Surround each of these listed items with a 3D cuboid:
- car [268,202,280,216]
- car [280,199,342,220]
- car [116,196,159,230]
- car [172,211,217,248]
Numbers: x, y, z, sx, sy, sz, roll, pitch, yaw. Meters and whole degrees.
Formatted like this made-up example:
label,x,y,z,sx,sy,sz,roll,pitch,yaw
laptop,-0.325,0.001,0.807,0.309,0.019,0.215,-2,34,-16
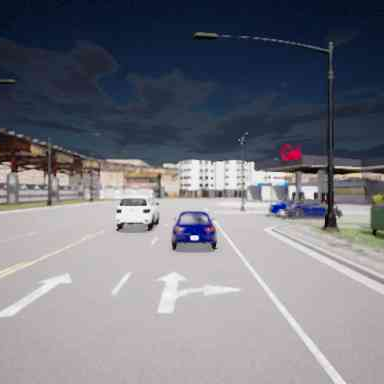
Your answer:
label,x,y,z,sx,sy,sz,roll,pitch,yaw
car,9.892,1.526,31.941,5.008,1.535,1.882,0,0,1
car,10.344,1.397,28.461,4.553,1.767,2.097,0,0,1
car,-3.410,1.262,21.634,2.150,2.045,5.566,0,0,0
car,0.087,1.561,14.789,1.812,1.442,4.674,0,0,0
